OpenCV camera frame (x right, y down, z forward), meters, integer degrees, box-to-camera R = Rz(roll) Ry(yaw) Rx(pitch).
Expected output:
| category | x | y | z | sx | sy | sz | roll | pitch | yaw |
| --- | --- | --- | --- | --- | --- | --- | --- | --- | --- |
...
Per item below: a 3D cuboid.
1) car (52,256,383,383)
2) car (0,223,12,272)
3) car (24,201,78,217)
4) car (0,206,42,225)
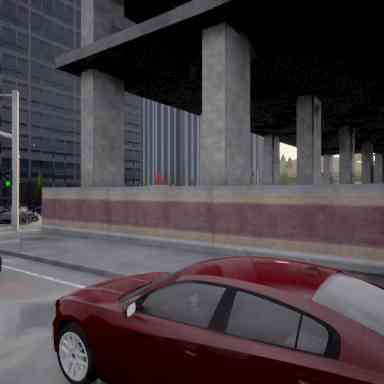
| category | x | y | z | sx | sy | sz | roll | pitch | yaw |
| --- | --- | --- | --- | --- | --- | --- | --- | --- | --- |
| car | 0.470 | 1.478 | 3.655 | 5.008 | 1.535 | 1.882 | 0 | 0 | 35 |
| car | -6.876 | 1.564 | 8.844 | 4.181 | 1.385 | 1.994 | 0 | 0 | 36 |
| car | -14.070 | 1.656 | 33.511 | 1.895 | 1.301 | 4.718 | 0 | 0 | 36 |
| car | -12.854 | 1.621 | 22.840 | 1.994 | 1.385 | 4.181 | 0 | 0 | 36 |
